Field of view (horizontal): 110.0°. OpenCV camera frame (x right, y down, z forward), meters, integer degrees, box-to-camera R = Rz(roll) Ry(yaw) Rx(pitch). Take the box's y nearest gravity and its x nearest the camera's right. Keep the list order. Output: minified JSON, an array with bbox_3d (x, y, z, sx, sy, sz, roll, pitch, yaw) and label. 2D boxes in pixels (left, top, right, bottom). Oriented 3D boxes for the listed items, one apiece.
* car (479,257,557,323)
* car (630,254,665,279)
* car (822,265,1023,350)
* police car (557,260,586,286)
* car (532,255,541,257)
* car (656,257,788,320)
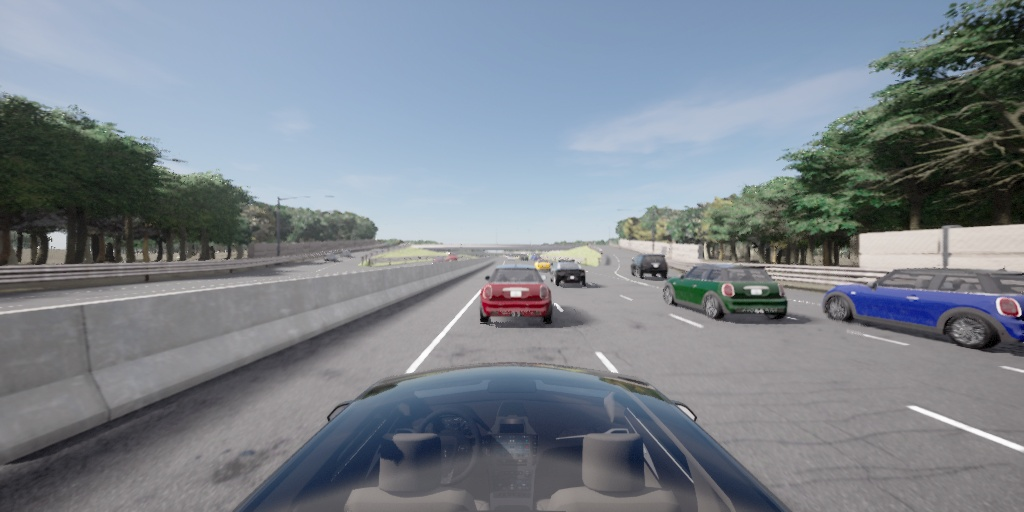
[{"bbox_3d":[0.115,1.053,12.039,2.097,1.767,4.553,0,0,0],"label":"car"},{"bbox_3d":[11.593,0.838,30.537,2.150,2.045,5.566,0,0,9],"label":"car"},{"bbox_3d":[10.610,1.067,9.148,2.097,1.767,4.553,0,0,0],"label":"car"},{"bbox_3d":[3.646,1.070,24.173,1.930,1.638,5.238,0,0,0],"label":"police car"},{"bbox_3d":[3.674,1.011,43.542,1.801,1.575,5.366,0,0,0],"label":"car"},{"bbox_3d":[7.116,1.051,12.550,2.097,1.767,4.553,0,0,0],"label":"car"}]
